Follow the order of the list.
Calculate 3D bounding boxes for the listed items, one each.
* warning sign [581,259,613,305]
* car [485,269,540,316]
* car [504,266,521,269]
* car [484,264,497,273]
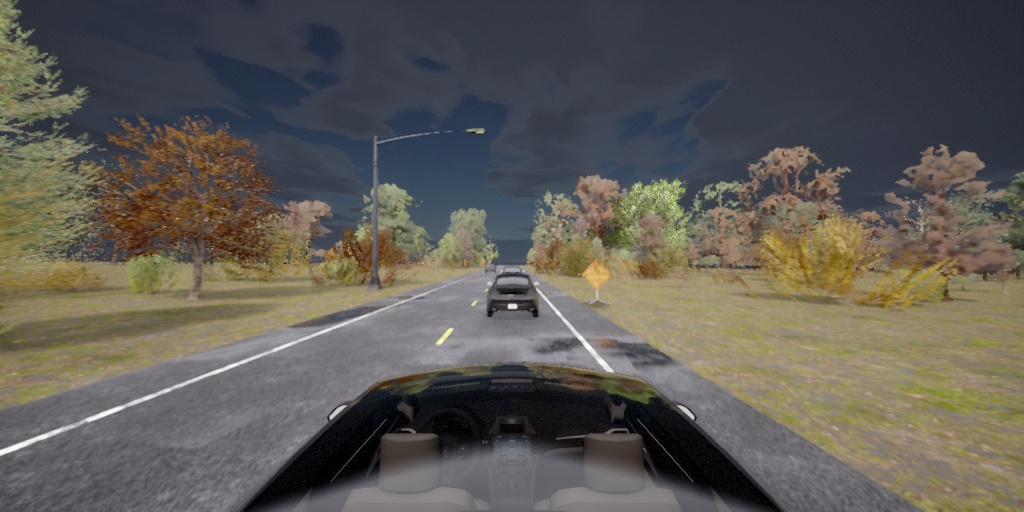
[{"bbox_3d":[3.551,1.045,14.914,1.300,1.860,1.060,0,0,0],"label":"warning sign"},{"bbox_3d":[0.043,1.425,14.160,1.837,1.490,4.892,0,0,1],"label":"car"},{"bbox_3d":[0.054,1.620,30.346,1.882,1.535,5.008,0,0,1],"label":"car"},{"bbox_3d":[-3.545,2.079,59.857,1.837,1.490,4.892,0,0,1],"label":"car"}]
